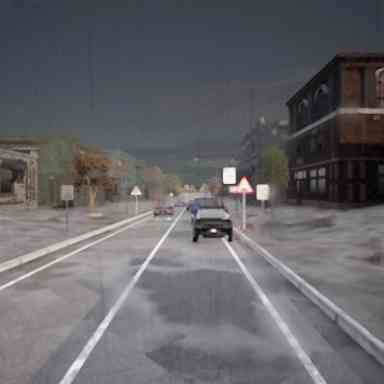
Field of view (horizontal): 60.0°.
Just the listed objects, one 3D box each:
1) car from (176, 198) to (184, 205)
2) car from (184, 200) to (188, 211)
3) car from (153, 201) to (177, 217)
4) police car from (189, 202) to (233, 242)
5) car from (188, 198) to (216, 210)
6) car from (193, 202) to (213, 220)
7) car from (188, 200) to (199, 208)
[{"bbox_3d":[-2.704,2.118,76.187,2.097,1.767,4.553,0,-1,0],"label":"car"},{"bbox_3d":[0.207,1.950,50.919,2.097,1.767,4.553,0,-1,0],"label":"car"},{"bbox_3d":[-2.953,1.946,35.702,1.994,1.385,4.181,0,-1,0],"label":"car"},{"bbox_3d":[0.965,1.528,17.195,1.930,1.638,5.238,0,-1,0],"label":"police car"},{"bbox_3d":[1.004,1.477,27.117,2.150,2.045,5.566,0,-1,0],"label":"car"},{"bbox_3d":[1.028,1.801,33.274,1.801,1.575,5.366,0,-1,0],"label":"car"},{"bbox_3d":[0.256,2.343,65.677,2.033,1.411,5.357,0,-1,0],"label":"car"}]
